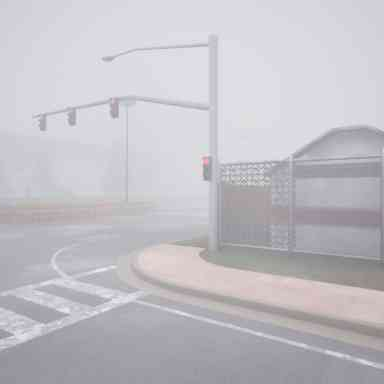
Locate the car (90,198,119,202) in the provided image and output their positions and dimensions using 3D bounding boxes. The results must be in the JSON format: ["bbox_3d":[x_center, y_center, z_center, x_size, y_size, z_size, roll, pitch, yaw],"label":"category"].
[{"bbox_3d":[-11.412,1.562,40.178,1.994,1.385,4.181,0,0,34],"label":"car"}]

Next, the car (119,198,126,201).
[{"bbox_3d":[-10.609,1.546,47.677,2.033,1.411,5.357,0,0,34],"label":"car"}]

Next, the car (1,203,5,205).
[{"bbox_3d":[-18.939,1.476,28.917,1.882,1.535,5.008,0,0,34],"label":"car"}]

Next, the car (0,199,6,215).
[{"bbox_3d":[-20.994,1.476,32.141,1.882,1.535,5.008,0,0,34],"label":"car"}]
